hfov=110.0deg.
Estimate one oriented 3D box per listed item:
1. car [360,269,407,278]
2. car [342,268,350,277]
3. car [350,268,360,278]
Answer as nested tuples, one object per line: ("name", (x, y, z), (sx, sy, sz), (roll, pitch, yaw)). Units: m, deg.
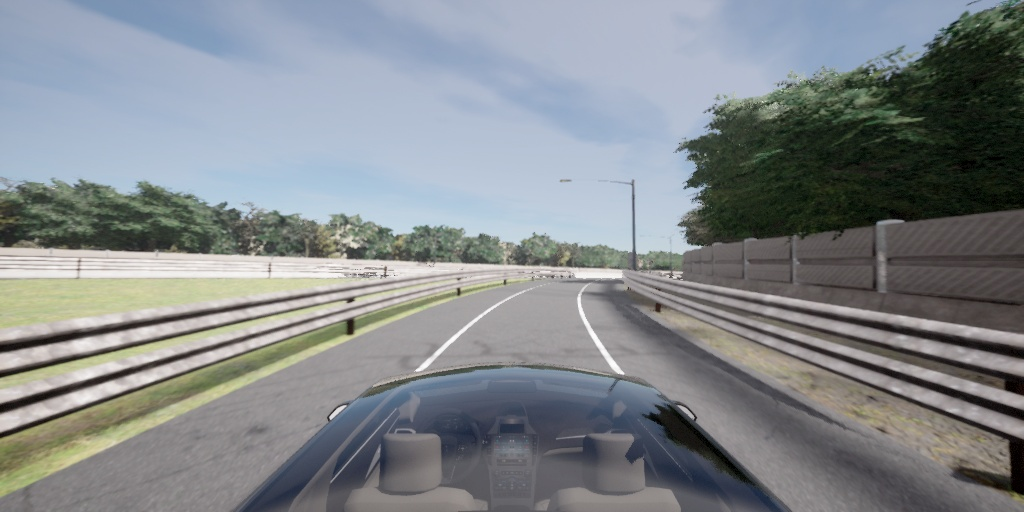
("car", (-15.012, 1.823, 43.079), (1.882, 1.535, 5.008), (-3, -4, 44))
("car", (-20.049, 2.073, 47.933), (1.837, 1.490, 4.892), (-3, -5, 44))
("car", (-17.510, 2.060, 45.522), (1.895, 1.301, 4.718), (-3, -4, 44))
